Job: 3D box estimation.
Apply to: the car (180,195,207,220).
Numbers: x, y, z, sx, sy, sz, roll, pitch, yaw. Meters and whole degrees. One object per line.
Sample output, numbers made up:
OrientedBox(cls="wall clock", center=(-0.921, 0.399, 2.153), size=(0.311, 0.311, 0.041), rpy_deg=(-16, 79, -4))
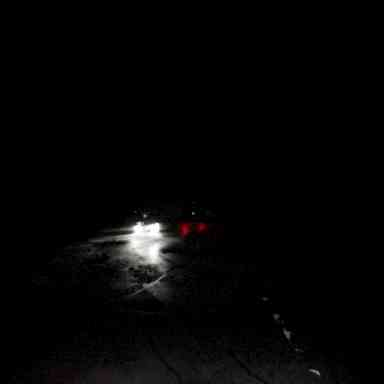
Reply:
OrientedBox(cls="car", center=(0.103, 1.286, 26.033), size=(2.128, 1.511, 4.902), rpy_deg=(0, 1, 0))

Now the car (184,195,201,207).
OrientedBox(cls="car", center=(0.103, 1.135, 44.599), size=(2.128, 1.511, 4.902), rpy_deg=(0, 0, 0))

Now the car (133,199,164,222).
OrientedBox(cls="car", center=(-3.097, 1.299, 24.354), size=(2.128, 1.511, 4.902), rpy_deg=(0, 0, 0))
